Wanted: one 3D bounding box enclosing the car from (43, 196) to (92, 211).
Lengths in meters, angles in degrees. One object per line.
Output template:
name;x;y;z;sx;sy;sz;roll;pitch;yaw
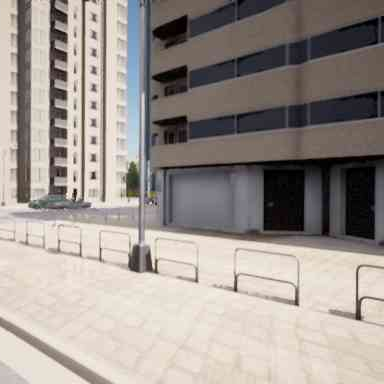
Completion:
car;-13.918;1.431;37.756;1.895;1.301;4.718;0;0;39

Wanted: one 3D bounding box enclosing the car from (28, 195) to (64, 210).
car;-16.982;1.159;39.526;2.097;1.767;4.553;0;0;39

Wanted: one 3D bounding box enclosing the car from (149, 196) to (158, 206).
car;-3.368;0.966;50.839;2.150;2.045;5.566;0;0;39

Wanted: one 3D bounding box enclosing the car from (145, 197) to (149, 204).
car;-6.088;1.351;53.045;1.837;1.490;4.892;0;0;39
